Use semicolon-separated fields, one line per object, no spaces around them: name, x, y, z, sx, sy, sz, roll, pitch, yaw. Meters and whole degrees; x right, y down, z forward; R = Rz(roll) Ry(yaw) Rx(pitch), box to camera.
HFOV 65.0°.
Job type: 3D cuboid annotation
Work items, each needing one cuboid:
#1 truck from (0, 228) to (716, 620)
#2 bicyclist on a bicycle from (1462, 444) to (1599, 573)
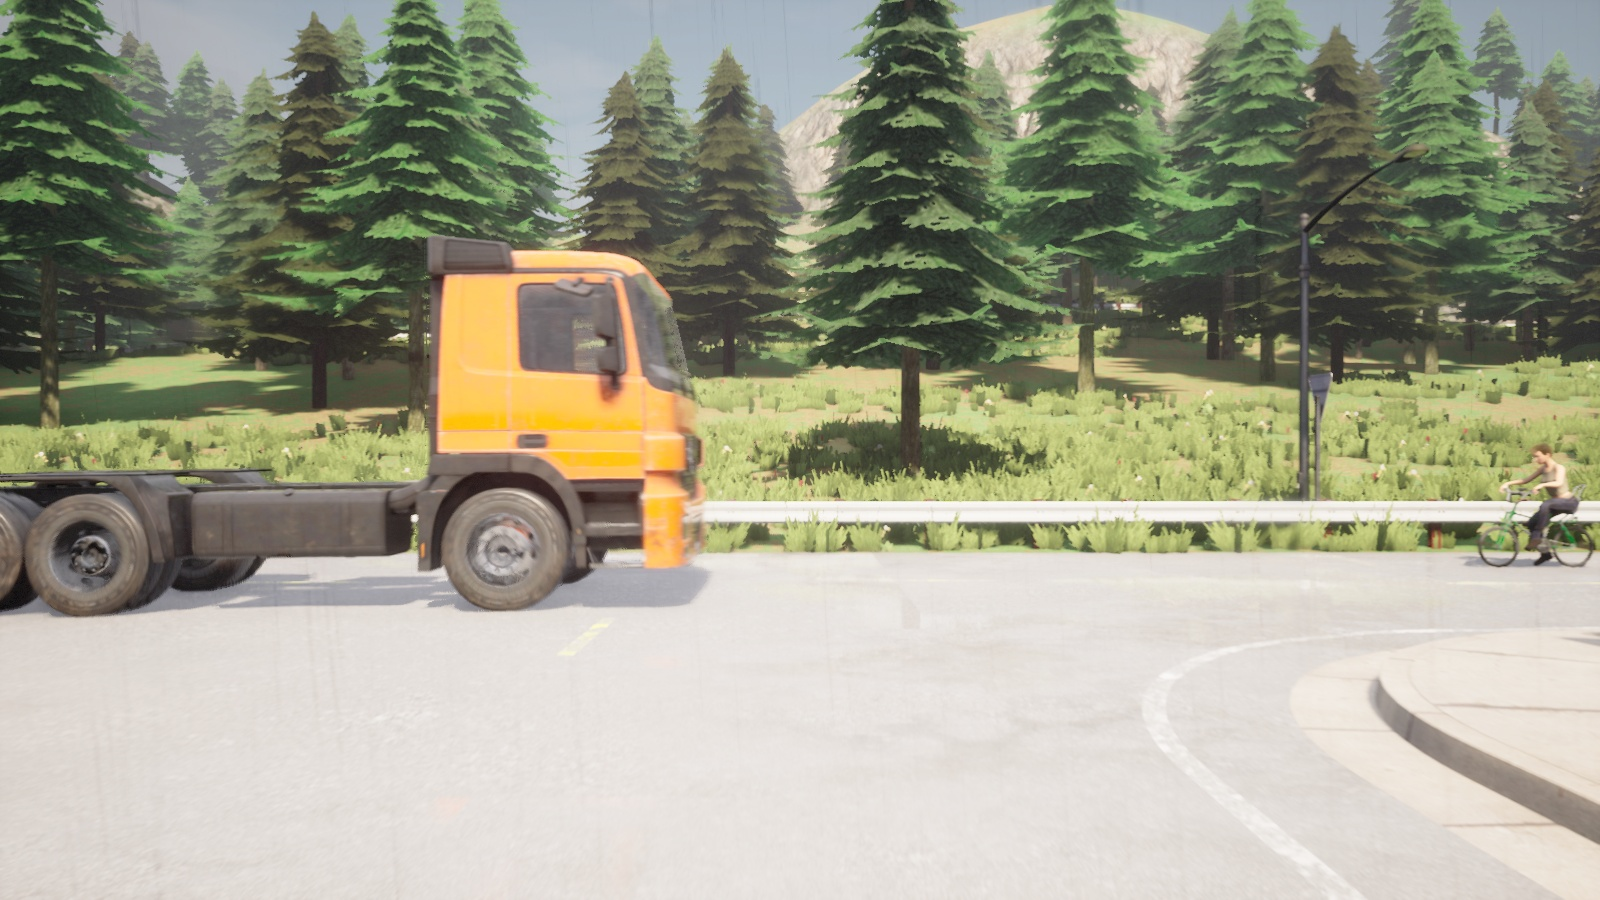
truck;-4.943;-0.220;12.746;7.936;3.462;2.891;-1;0;0
bicyclist on a bicycle;9.519;0.735;16.179;1.509;1.612;0.866;0;0;0
